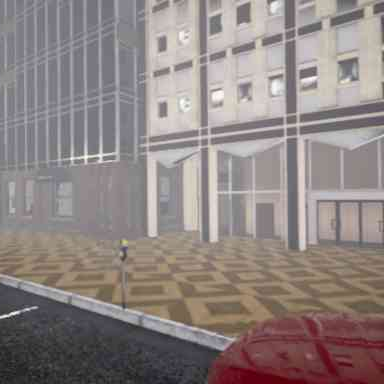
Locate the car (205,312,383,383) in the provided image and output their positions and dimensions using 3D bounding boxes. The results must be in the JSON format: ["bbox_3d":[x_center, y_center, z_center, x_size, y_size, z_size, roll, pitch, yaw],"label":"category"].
[{"bbox_3d":[2.286,1.302,1.249,5.009,1.841,2.192,-1,-1,35],"label":"car"}]
